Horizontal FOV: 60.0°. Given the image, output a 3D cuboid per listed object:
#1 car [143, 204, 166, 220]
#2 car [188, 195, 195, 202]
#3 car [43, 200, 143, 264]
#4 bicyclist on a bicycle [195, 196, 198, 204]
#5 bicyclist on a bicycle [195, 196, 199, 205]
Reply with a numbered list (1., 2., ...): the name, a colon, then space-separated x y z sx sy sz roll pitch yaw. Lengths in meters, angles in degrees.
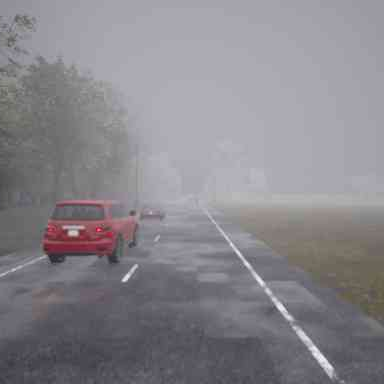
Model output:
1. car: -3.395 1.704 29.470 1.994 1.385 4.181 0 0 0
2. car: 0.018 1.849 89.551 1.994 1.385 4.181 0 0 0
3. car: -3.395 1.280 12.199 2.150 2.045 5.566 0 0 0
4. bicyclist on a bicycle: 0.975 1.712 71.602 0.659 1.776 1.843 0 -1 0
5. bicyclist on a bicycle: 0.970 1.736 62.876 0.866 1.612 1.509 0 -1 0
